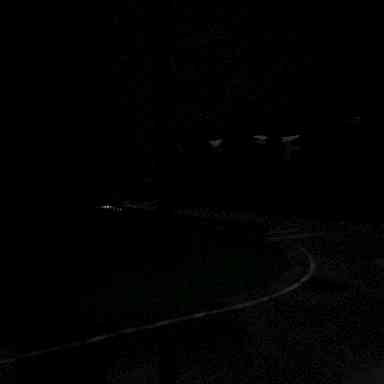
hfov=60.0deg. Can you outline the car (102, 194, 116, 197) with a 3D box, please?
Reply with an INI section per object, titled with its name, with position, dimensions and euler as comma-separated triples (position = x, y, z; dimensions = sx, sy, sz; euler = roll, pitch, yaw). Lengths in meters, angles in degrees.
[car]
position = -10.349, 0.933, 41.929
dimensions = 1.812, 1.442, 4.674
euler = -1, 1, -28
